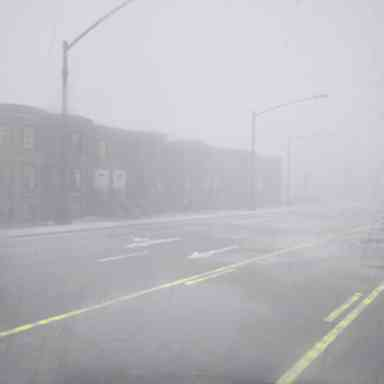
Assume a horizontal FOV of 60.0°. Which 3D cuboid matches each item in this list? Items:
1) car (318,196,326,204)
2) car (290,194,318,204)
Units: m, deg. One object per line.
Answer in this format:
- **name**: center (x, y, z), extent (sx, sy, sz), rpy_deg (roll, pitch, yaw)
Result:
- **car**: center (22.569, 1.210, 61.566), extent (2.097, 1.767, 4.553), rpy_deg (1, 1, -27)
- **car**: center (19.435, 1.375, 60.023), extent (2.033, 1.411, 5.357), rpy_deg (1, 0, -27)
